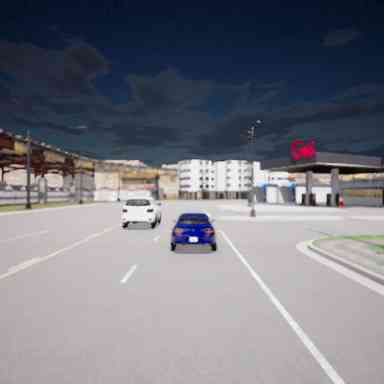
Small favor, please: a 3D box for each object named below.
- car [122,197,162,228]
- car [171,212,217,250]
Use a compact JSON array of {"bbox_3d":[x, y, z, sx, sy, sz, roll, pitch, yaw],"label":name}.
[{"bbox_3d":[-3.429,1.359,23.433,2.150,2.045,5.566,0,0,0],"label":"car"},{"bbox_3d":[0.082,1.613,14.584,1.812,1.442,4.674,0,-1,1],"label":"car"}]
